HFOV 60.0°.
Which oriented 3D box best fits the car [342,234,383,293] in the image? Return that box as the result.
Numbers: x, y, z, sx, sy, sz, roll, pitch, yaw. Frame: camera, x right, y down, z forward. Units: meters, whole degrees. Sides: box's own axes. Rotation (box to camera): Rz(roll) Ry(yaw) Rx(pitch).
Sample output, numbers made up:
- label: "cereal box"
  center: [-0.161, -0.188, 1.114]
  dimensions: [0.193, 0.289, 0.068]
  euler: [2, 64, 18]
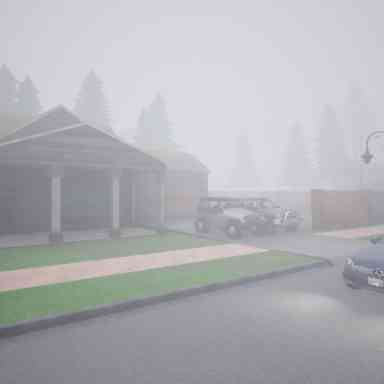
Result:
- label: "car"
  center: [5.527, 1.526, 7.951]
  dimensions: [4.674, 1.442, 1.812]
  euler: [0, 0, -36]

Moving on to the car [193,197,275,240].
- label: "car"
  center: [1.740, 1.176, 16.142]
  dimensions: [1.905, 1.878, 3.866]
  euler: [0, 0, -36]

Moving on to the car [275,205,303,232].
- label: "car"
  center: [3.549, 1.174, 17.931]
  dimensions: [1.932, 1.855, 4.605]
  euler: [0, 0, -36]
